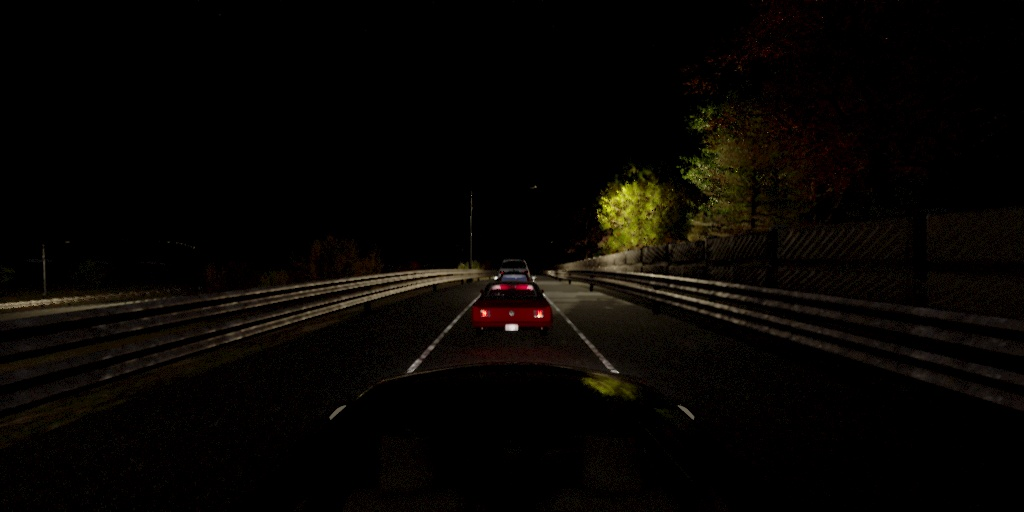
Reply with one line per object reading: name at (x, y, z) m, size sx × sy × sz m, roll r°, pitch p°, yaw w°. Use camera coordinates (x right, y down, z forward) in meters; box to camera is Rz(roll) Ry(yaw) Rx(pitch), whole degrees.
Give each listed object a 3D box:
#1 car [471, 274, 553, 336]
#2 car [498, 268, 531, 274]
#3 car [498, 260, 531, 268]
car at (0.001, 1.355, 10.364) m, size 1.895 × 1.301 × 4.718 m, roll 0°, pitch 0°, yaw 0°
car at (0.117, 1.400, 16.255) m, size 1.994 × 1.385 × 4.181 m, roll 0°, pitch -1°, yaw 1°
car at (0.175, 1.327, 25.783) m, size 2.150 × 2.045 × 5.566 m, roll 0°, pitch -2°, yaw 1°
